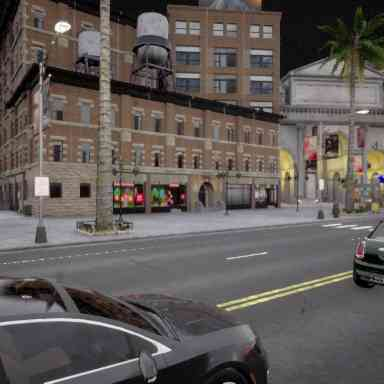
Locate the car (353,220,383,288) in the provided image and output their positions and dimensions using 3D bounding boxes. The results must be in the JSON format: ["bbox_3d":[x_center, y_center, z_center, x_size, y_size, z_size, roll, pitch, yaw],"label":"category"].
[{"bbox_3d":[5.916,1.352,7.994,4.553,1.767,2.097,0,0,-35],"label":"car"}]

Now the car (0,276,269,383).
[{"bbox_3d":[-1.459,1.505,2.698,4.892,1.490,1.837,0,0,-36],"label":"car"}]
